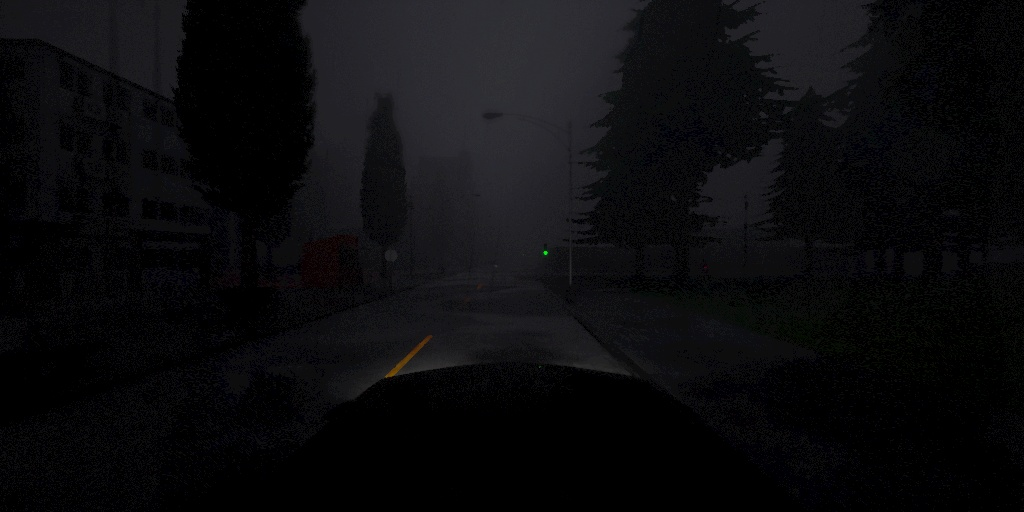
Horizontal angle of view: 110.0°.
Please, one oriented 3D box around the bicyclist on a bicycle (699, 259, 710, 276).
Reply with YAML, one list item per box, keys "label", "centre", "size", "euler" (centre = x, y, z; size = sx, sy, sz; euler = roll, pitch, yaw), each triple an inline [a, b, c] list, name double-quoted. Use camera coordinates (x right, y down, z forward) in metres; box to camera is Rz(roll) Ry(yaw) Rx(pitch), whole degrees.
- label: "bicyclist on a bicycle"
  centre: [18.109, 1.098, 33.790]
  size: [0.582, 1.620, 1.656]
  euler: [0, 0, 0]
